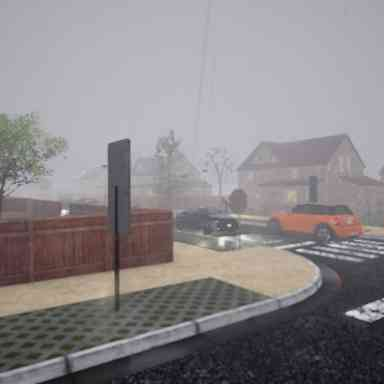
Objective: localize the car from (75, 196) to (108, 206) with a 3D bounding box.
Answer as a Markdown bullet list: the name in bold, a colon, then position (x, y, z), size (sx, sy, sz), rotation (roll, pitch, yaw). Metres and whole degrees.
- **car**: position (-9.919, 1.437, 33.436), size (1.994, 1.385, 4.181), rotation (0, 0, -35)

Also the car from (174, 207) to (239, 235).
- **car**: position (0.742, 1.518, 18.596), size (1.994, 1.385, 4.181), rotation (0, 0, -36)

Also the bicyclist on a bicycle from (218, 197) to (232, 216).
- **bicyclist on a bicycle**: position (2.521, 1.213, 26.153), size (1.656, 1.620, 0.582), rotation (-1, 1, -36)

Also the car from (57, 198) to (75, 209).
- **car**: position (-15.799, 1.435, 41.663), size (1.895, 1.301, 4.718), rotation (0, 0, -35)

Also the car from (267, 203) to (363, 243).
- **car**: position (5.829, 1.321, 16.413), size (2.097, 1.767, 4.553), rotation (0, 0, -30)

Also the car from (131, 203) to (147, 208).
- **car**: position (-4.392, 1.514, 25.734), size (1.895, 1.301, 4.718), rotation (0, 0, -36)

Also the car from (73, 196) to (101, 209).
- **car**: position (-13.852, 1.314, 43.836), size (2.128, 1.511, 4.902), rotation (0, 0, -35)
